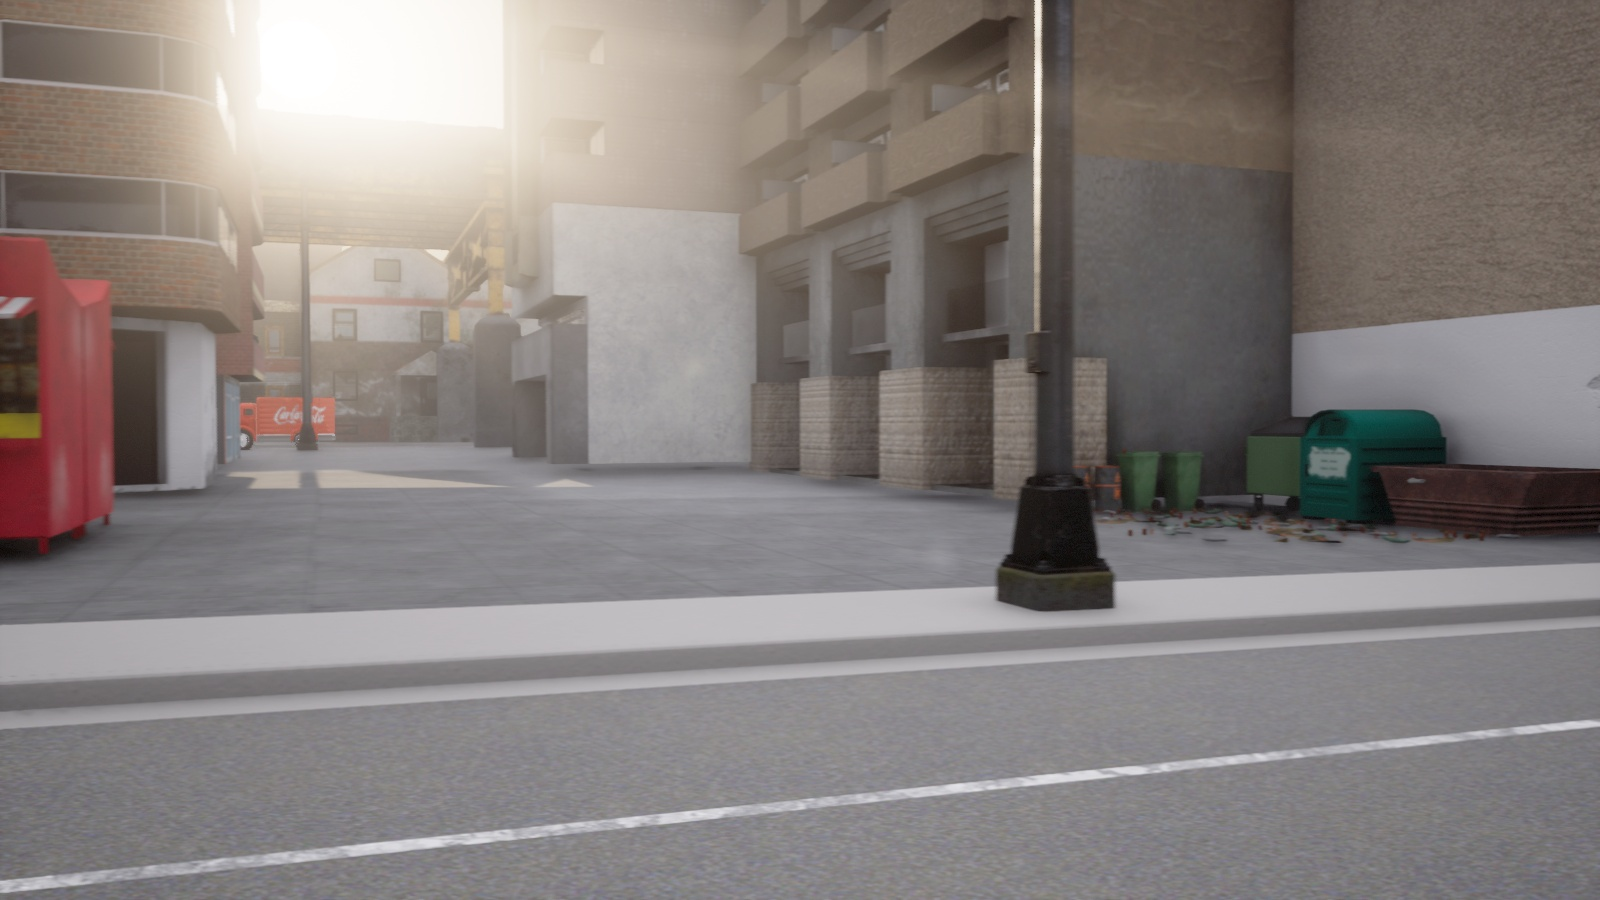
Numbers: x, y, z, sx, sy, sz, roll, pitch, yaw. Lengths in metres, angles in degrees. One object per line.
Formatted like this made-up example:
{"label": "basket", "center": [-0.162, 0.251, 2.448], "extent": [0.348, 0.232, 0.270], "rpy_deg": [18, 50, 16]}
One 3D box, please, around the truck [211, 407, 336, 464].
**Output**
{"label": "truck", "center": [-24.489, -0.702, 58.682], "extent": [5.204, 2.467, 2.627], "rpy_deg": [-2, 1, -21]}
